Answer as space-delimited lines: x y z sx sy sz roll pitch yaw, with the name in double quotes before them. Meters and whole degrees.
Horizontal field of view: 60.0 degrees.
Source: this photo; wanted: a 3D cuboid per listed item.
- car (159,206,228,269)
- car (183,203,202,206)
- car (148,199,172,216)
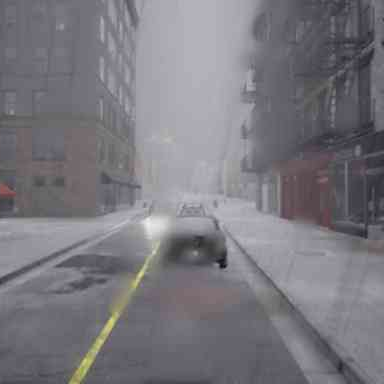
"car" 0.069 1.447 11.058 1.882 1.535 5.008 0 0 0
"car" 0.067 1.509 26.933 1.895 1.301 4.718 0 0 0
"car" -2.849 1.383 30.607 2.128 1.511 4.902 0 0 0
